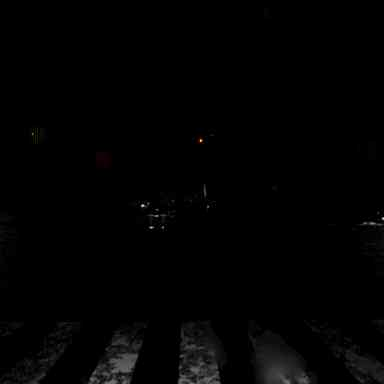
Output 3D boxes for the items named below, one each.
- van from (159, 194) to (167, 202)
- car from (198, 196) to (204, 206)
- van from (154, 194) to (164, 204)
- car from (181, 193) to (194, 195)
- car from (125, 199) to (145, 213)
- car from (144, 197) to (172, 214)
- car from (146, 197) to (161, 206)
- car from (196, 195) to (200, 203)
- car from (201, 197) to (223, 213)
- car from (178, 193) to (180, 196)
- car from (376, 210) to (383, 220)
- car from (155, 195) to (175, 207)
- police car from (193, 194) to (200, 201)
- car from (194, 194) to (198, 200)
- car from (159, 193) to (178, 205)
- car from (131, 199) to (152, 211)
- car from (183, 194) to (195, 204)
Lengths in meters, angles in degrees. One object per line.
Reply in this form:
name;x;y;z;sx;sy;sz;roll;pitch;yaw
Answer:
van;-6.741;1.364;77.475;1.690;1.788;3.998;0;0;-1
car;2.220;1.551;47.269;1.887;1.381;4.507;0;0;-1
van;-6.585;1.357;66.649;1.690;1.788;3.998;0;0;-1
car;-0.943;1.545;75.571;2.128;1.511;4.902;0;0;-1
car;-6.148;1.554;36.262;2.008;1.369;4.403;0;0;-1
car;-3.466;1.567;34.666;1.994;1.385;4.181;0;0;-2
car;-6.429;1.576;55.824;1.947;1.339;4.313;0;0;-1
car;2.142;1.559;52.713;2.008;1.369;4.403;0;0;-1
car;2.376;1.554;36.381;2.008;1.369;4.403;0;0;-1
car;-3.820;1.505;62.408;2.128;1.511;4.902;0;0;0
car;14.710;1.247;21.033;5.357;1.411;2.033;-1;0;-1
car;-3.583;1.483;43.479;1.882;1.535;5.008;0;0;-1
police car;1.203;1.458;90.558;1.930;1.638;5.238;0;0;-1
car;2.000;1.564;62.584;2.008;1.369;4.403;0;0;-1
car;-3.709;1.360;52.629;2.097;1.767;4.553;0;0;-1
car;-6.220;1.555;41.254;2.008;1.369;4.403;0;0;-1
car;-0.706;1.616;65.643;1.895;1.301;4.718;0;0;-1
